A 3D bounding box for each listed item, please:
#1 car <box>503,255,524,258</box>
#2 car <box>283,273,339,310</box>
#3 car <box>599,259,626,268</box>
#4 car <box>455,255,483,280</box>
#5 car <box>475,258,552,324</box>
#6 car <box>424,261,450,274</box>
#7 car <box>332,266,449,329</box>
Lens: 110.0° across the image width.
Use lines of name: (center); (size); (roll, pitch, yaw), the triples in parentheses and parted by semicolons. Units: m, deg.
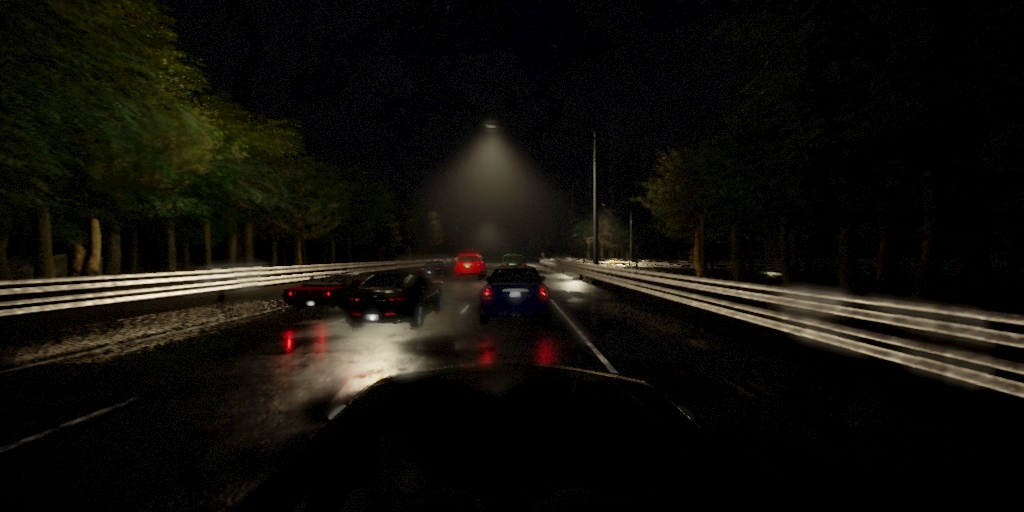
car: (0.105, 0.894, 30.364); (2.150, 2.045, 5.566); (0, 0, 0)
car: (-6.896, 1.326, 14.512); (1.895, 1.301, 4.718); (0, 0, 0)
car: (17.221, 1.211, 61.721); (1.882, 1.535, 5.008); (0, 1, -34)
car: (-3.396, 0.894, 30.362); (2.150, 2.045, 5.566); (0, 0, 0)
car: (0.102, 1.083, 12.103); (2.097, 1.767, 4.553); (0, 0, 0)
car: (-6.907, 1.192, 32.207); (1.812, 1.442, 4.674); (0, 0, 0)
car: (-3.398, 1.239, 11.166); (1.837, 1.490, 4.892); (0, 0, 0)
